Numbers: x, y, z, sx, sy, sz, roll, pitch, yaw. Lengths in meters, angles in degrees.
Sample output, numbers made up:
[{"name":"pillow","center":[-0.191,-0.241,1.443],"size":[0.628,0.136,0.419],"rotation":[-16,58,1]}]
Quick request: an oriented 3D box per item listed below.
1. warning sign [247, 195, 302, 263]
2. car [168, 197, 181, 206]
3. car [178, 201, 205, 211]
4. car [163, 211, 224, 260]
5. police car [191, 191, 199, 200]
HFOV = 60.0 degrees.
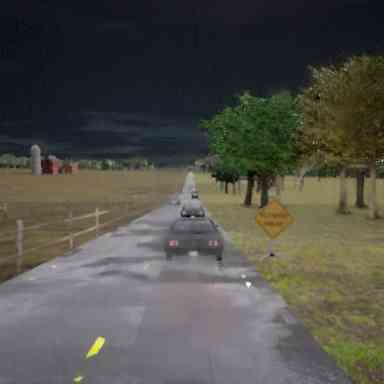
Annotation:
[{"name":"warning sign","center":[2.504,1.106,10.278],"size":[1.300,1.860,1.060],"rotation":[3,3,0]},{"name":"car","center":[-2.808,1.509,53.508],"size":[2.128,1.511,4.902],"rotation":[0,0,0]},{"name":"car","center":[0.070,1.616,27.407],"size":[1.895,1.301,4.718],"rotation":[0,0,0]},{"name":"car","center":[0.068,1.591,12.351],"size":[1.895,1.301,4.718],"rotation":[0,0,0]},{"name":"police car","center":[0.834,1.201,90.552],"size":[1.930,1.638,5.238],"rotation":[0,1,0]}]
